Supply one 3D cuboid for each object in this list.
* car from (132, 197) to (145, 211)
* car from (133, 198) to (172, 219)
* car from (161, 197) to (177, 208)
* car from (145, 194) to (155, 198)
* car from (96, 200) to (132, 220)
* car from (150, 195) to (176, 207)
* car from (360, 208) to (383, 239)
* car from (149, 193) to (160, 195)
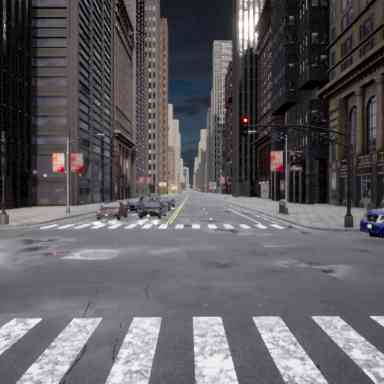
[{"bbox_3d":[-6.649,1.580,37.185,1.895,1.301,4.718,0,0,0],"label":"car"},{"bbox_3d":[-3.362,1.533,29.511,2.033,1.411,5.357,0,0,4],"label":"car"},{"bbox_3d":[-3.420,1.514,49.802,2.033,1.411,5.357,0,0,0],"label":"car"},{"bbox_3d":[-6.662,1.474,47.425,1.837,1.490,4.892,0,0,0],"label":"car"},{"bbox_3d":[-6.634,1.513,28.077,1.812,1.442,4.674,0,0,0],"label":"car"},{"bbox_3d":[-3.398,1.469,39.250,2.128,1.511,4.902,0,0,0],"label":"car"},{"bbox_3d":[10.248,1.057,14.357,5.566,2.045,2.150,-1,0,-6],"label":"car"},{"bbox_3d":[-6.639,1.175,57.874,2.150,2.045,5.566,0,0,1],"label":"car"}]
